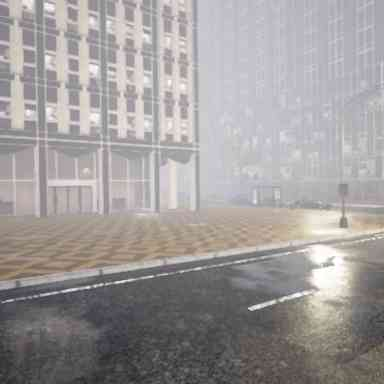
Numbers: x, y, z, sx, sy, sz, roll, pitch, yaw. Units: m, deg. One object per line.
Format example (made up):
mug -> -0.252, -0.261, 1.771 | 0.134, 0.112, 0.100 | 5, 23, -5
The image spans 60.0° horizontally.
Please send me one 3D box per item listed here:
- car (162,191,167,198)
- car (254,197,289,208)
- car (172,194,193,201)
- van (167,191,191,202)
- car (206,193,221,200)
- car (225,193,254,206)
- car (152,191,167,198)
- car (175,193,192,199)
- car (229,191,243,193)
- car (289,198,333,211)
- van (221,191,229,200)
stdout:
car -> -5.119, 0.511, 79.492 | 2.192, 1.841, 5.009 | -1, 1, -34
car -> 10.341, 1.307, 41.870 | 1.802, 1.307, 4.206 | -1, 1, -34
car -> -1.871, 1.044, 64.664 | 1.994, 1.385, 4.181 | -1, 1, -34
van -> -2.405, 0.855, 60.690 | 1.690, 1.788, 3.998 | -1, 1, -34
car -> 4.512, 0.941, 65.424 | 1.802, 1.307, 4.206 | -1, 1, -34
car -> 7.179, 1.238, 46.593 | 1.947, 1.339, 4.313 | -1, 1, -34
car -> -8.328, 0.582, 84.184 | 1.967, 1.590, 4.097 | -1, 1, -34
car -> -1.908, 0.832, 74.805 | 1.802, 1.307, 4.206 | -1, 1, -34
car -> 8.199, 0.955, 49.784 | 2.097, 1.767, 4.553 | -1, 1, -34
car -> 13.537, 1.344, 37.168 | 1.947, 1.339, 4.313 | -1, 1, -34
van -> 7.720, 0.753, 60.730 | 1.690, 1.788, 3.998 | -1, 1, -34
